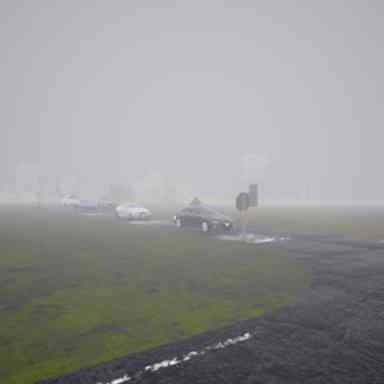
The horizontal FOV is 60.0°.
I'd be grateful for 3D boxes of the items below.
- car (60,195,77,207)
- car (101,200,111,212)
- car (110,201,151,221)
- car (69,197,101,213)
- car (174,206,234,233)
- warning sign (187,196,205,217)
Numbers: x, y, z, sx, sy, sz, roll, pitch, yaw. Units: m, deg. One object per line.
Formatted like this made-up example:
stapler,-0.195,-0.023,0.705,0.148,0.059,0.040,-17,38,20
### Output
car,-21.339,1.550,57.821,2.150,2.045,5.566,1,0,-35
car,-11.556,1.791,43.874,1.812,1.442,4.674,1,-1,-35
car,-5.397,1.720,29.958,1.812,1.442,4.674,1,-1,-35
car,-13.363,1.715,41.352,1.882,1.535,5.008,1,0,-35
car,0.654,1.669,21.329,1.837,1.490,4.892,1,-1,-35
warning sign,0.351,1.350,31.004,1.300,1.860,1.060,1,0,-35
